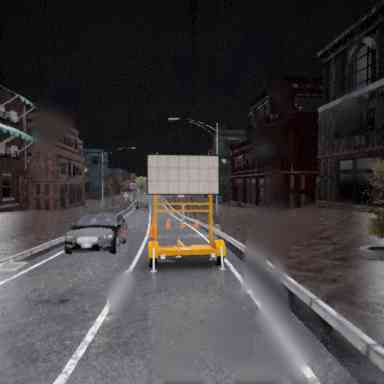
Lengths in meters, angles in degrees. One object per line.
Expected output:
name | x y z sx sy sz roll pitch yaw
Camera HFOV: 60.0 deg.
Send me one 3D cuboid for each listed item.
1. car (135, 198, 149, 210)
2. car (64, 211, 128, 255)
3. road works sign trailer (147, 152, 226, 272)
car | -9.149 2.137 61.059 2.150 2.045 5.566 0 1 -7
car | -3.736 1.567 13.633 2.128 1.511 4.902 0 -1 -5
road works sign trailer | -0.301 0.497 10.956 2.380 3.560 2.880 0 -1 -9
